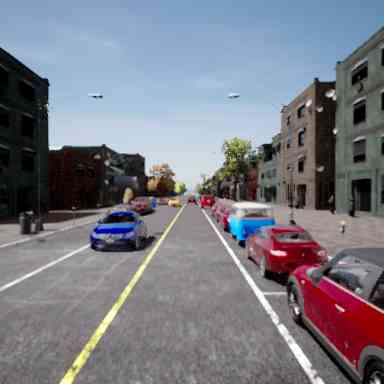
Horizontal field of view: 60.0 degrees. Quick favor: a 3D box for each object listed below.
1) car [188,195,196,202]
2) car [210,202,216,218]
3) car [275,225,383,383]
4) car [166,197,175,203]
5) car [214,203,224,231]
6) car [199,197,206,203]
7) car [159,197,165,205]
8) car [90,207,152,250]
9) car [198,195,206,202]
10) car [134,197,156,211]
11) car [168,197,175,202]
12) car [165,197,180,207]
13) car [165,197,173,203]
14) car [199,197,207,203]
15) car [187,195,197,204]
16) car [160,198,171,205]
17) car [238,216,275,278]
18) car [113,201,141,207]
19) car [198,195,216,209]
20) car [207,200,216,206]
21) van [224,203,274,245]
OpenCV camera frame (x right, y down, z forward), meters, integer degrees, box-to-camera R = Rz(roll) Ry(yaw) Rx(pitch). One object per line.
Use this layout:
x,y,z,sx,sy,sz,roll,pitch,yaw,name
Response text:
0.022,1.712,91.836,2.097,1.767,4.553,0,0,0,car
2.694,1.727,26.743,1.802,1.307,4.206,-1,0,0,car
2.688,1.466,4.550,1.967,1.590,4.097,-1,0,0,car
-5.672,2.023,87.774,2.008,1.369,4.403,-1,0,0,car
2.693,1.660,21.195,1.887,1.381,4.507,-1,0,0,car
2.710,1.998,87.943,1.752,1.417,4.829,-1,0,0,car
-5.678,1.794,65.581,1.967,1.590,4.097,-1,0,0,car
-3.095,1.607,14.874,1.812,1.442,4.674,0,0,0,car
2.708,1.816,93.324,2.192,1.841,5.009,-1,0,0,car
-5.685,1.521,37.841,2.192,1.841,5.009,-1,0,0,car
-5.670,2.083,93.322,1.802,1.307,4.206,-1,0,0,car
-3.028,1.788,57.379,1.882,1.535,5.008,0,0,1,car
-5.672,2.024,82.225,1.802,1.307,4.206,-1,0,0,car
2.708,2.008,82.226,1.947,1.339,4.313,-1,0,0,car
0.016,1.638,69.804,2.097,1.767,4.553,0,0,0,car
-5.675,1.928,71.129,1.887,1.381,4.507,-1,0,0,car
2.691,1.638,10.098,1.802,1.307,4.206,-1,0,0,car
-5.686,1.697,26.743,2.008,1.369,4.403,-1,0,0,car
2.406,1.500,50.247,2.150,2.045,5.566,0,0,0,car
2.696,1.757,32.291,1.802,1.307,4.206,-1,0,0,car
2.689,1.427,15.648,1.690,1.788,3.998,-1,0,0,van
